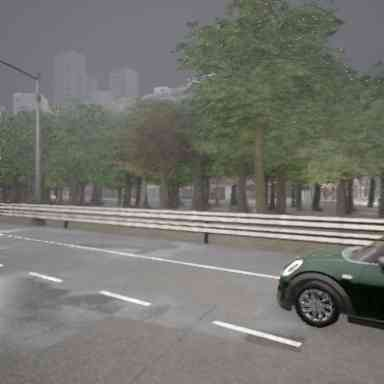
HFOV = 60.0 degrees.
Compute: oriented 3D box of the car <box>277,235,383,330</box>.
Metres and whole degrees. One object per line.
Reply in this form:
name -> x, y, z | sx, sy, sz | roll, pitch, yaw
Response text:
car -> 3.769, 1.352, 5.480 | 4.553, 1.767, 2.097 | 0, 0, 36
